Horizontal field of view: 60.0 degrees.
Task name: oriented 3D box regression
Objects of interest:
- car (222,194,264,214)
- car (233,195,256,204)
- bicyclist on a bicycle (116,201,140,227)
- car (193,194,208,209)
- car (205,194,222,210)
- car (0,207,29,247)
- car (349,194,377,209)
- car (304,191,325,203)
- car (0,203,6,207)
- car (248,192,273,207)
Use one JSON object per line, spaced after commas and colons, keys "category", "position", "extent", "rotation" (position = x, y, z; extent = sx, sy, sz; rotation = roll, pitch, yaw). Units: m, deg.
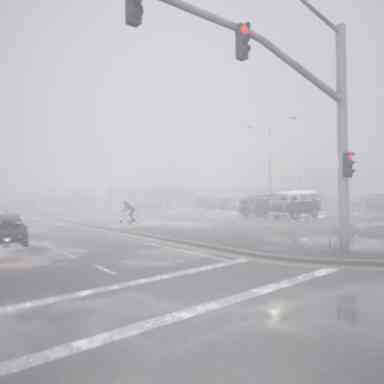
{"category": "car", "position": [5.722, 1.317, 37.410], "extent": [3.806, 1.475, 1.970], "rotation": [-1, 0, -38]}
{"category": "car", "position": [9.117, 1.221, 57.719], "extent": [3.905, 1.438, 1.784], "rotation": [-1, 0, -38]}
{"category": "bicyclist on a bicycle", "position": [-4.004, 1.362, 20.763], "extent": [1.656, 1.620, 0.582], "rotation": [-1, 0, -38]}
{"category": "car", "position": [2.277, 1.145, 41.801], "extent": [4.605, 1.855, 1.932], "rotation": [-1, 0, -38]}
{"category": "car", "position": [3.957, 1.321, 39.705], "extent": [3.905, 1.438, 1.784], "rotation": [-1, 0, -38]}
{"category": "car", "position": [-8.769, 1.658, 15.050], "extent": [1.837, 1.490, 4.892], "rotation": [-1, 0, -38]}
{"category": "car", "position": [21.206, 1.008, 42.047], "extent": [3.806, 1.475, 1.970], "rotation": [-1, 0, -38]}
{"category": "car", "position": [24.699, 0.702, 66.084], "extent": [3.866, 1.878, 1.905], "rotation": [-1, 0, -38]}
{"category": "car", "position": [-21.925, 1.983, 37.503], "extent": [1.994, 1.385, 4.181], "rotation": [-1, 0, -38]}
{"category": "car", "position": [10.828, 0.975, 55.385], "extent": [4.605, 1.855, 1.932], "rotation": [-1, 0, -38]}
